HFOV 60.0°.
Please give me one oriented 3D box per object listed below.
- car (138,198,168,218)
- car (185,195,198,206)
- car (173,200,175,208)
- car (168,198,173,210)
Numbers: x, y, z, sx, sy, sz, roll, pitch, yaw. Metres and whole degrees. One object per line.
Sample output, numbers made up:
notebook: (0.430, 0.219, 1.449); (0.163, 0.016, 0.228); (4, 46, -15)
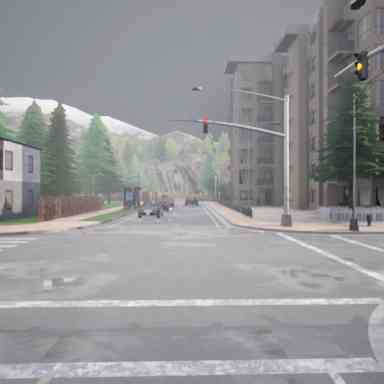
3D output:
car: (-3.627, 1.489, 29.818); (2.128, 1.511, 4.902); (0, 0, 0)
car: (-0.064, 1.348, 54.222); (2.097, 1.767, 4.553); (0, 0, 0)
car: (-3.630, 1.561, 49.071); (1.994, 1.385, 4.181); (0, 0, 0)
car: (-3.636, 1.598, 39.048); (1.895, 1.301, 4.718); (0, 0, 0)
